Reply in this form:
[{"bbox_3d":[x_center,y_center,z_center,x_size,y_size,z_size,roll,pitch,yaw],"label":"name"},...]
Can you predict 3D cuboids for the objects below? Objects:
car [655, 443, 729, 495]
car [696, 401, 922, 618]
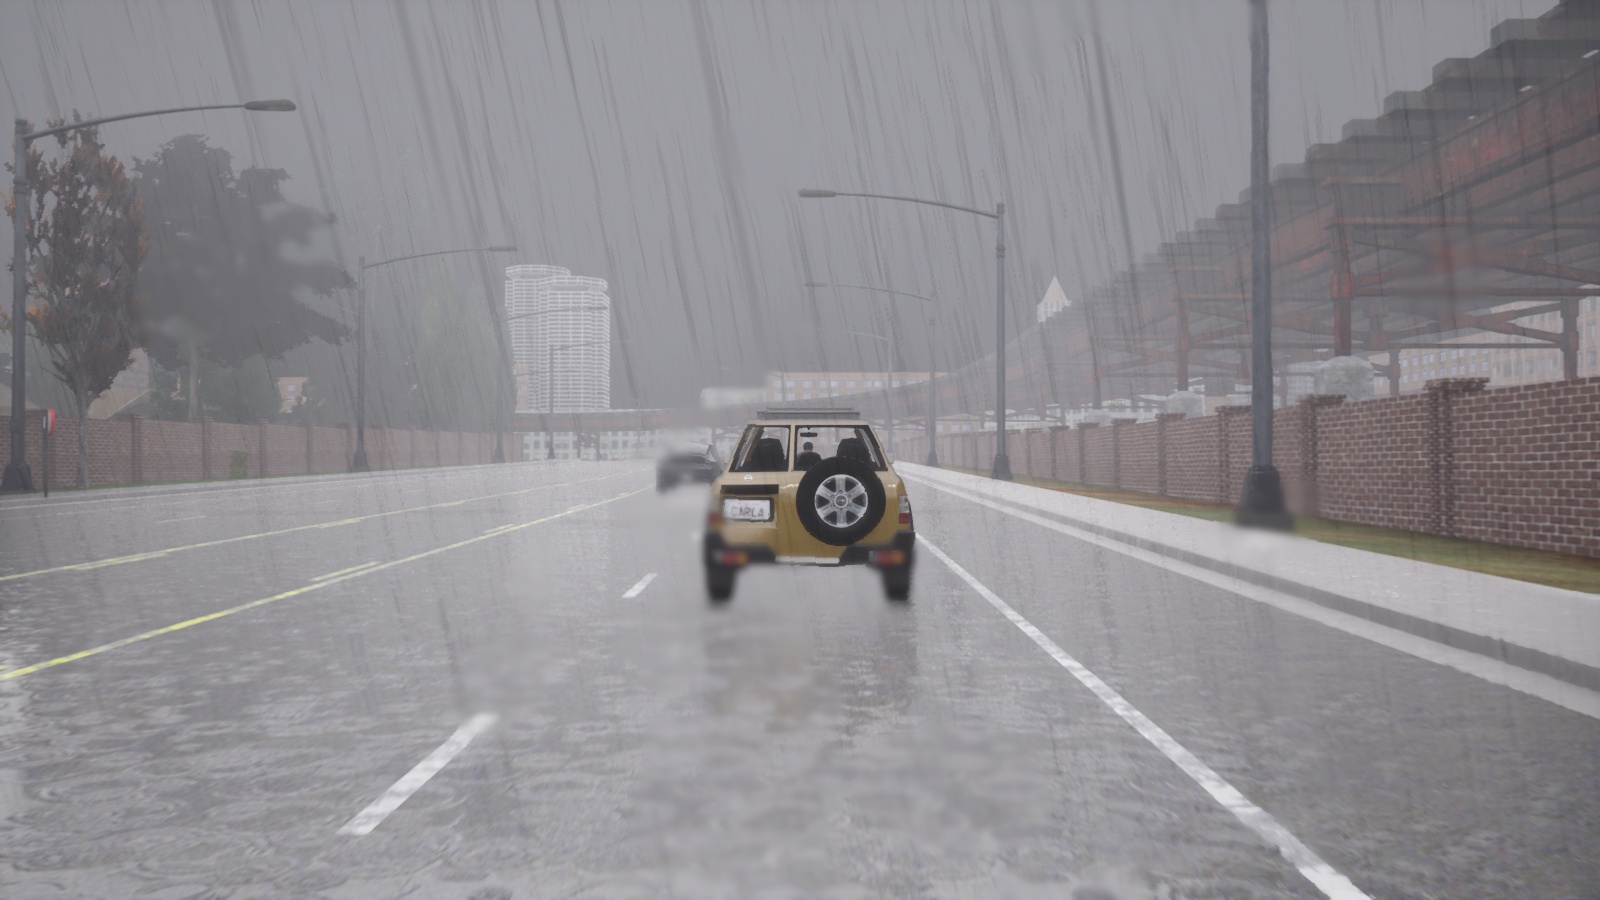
[{"bbox_3d":[-3.257,0.540,38.754,1.837,1.490,4.892,0,0,0],"label":"car"},{"bbox_3d":[0.092,0.493,13.048,1.932,1.855,4.605,0,0,0],"label":"car"}]
